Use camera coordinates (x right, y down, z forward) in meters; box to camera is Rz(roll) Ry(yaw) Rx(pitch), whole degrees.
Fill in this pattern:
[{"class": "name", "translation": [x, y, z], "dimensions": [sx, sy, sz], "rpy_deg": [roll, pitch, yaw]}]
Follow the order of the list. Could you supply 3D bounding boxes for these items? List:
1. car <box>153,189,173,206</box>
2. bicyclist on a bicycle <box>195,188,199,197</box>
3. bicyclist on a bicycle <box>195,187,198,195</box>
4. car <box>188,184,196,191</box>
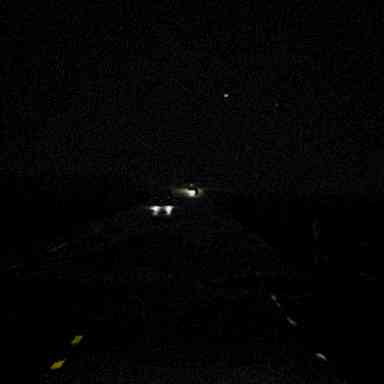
[{"class": "car", "translation": [-3.593, 0.606, 41.775], "dimensions": [2.150, 2.045, 5.566], "rpy_deg": [0, 1, 0]}, {"class": "bicyclist on a bicycle", "translation": [0.963, 0.134, 66.759], "dimensions": [0.582, 1.620, 1.656], "rpy_deg": [0, 2, 0]}, {"class": "bicyclist on a bicycle", "translation": [0.963, -0.210, 75.753], "dimensions": [0.582, 1.620, 1.656], "rpy_deg": [0, 2, 0]}, {"class": "car", "translation": [-0.001, -0.962, 92.344], "dimensions": [1.837, 1.490, 4.892], "rpy_deg": [0, 3, 0]}]
